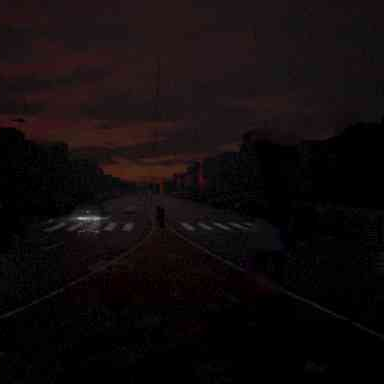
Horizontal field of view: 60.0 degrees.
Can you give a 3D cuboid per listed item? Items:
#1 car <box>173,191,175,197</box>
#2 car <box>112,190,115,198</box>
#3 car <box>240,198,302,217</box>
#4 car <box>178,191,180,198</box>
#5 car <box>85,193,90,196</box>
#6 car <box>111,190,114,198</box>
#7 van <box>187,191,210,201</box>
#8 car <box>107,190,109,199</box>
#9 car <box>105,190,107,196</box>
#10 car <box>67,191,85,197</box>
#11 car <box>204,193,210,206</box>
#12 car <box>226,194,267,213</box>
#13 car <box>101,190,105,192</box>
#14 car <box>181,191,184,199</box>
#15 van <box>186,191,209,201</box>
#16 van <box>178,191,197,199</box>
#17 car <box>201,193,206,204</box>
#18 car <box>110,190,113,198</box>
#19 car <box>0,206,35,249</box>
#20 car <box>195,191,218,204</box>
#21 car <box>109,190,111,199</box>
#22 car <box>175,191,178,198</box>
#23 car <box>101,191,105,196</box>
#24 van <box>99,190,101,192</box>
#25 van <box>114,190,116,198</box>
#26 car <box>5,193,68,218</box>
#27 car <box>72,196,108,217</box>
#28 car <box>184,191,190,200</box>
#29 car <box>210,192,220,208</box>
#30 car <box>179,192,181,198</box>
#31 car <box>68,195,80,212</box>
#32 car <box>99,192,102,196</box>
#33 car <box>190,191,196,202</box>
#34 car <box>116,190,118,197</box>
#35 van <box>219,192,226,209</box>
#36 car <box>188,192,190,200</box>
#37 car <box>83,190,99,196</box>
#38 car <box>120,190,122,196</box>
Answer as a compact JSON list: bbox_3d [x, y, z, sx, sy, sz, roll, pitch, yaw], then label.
[{"bbox_3d":[-1.603,0.903,86.277,5.366,1.575,1.946,0,0,-8],"label":"car"},{"bbox_3d":[-19.606,0.863,71.213,4.892,1.521,2.231,0,0,-8],"label":"car"},{"bbox_3d":[6.990,1.488,28.672,4.792,1.488,2.163,0,0,-8],"label":"car"},{"bbox_3d":[-0.218,0.970,78.054,4.892,1.521,2.231,0,0,-8],"label":"car"},{"bbox_3d":[-14.799,1.197,38.481,4.892,1.521,2.231,0,0,-8],"label":"car"},{"bbox_3d":[-19.204,0.886,68.486,4.892,1.521,2.231,0,0,-8],"label":"car"},{"bbox_3d":[1.286,0.840,67.040,4.442,1.987,1.878,0,0,-8],"label":"van"},{"bbox_3d":[-17.974,0.834,60.306,4.553,1.767,2.185,0,1,-8],"label":"car"},{"bbox_3d":[-17.634,0.861,57.569,4.553,1.767,2.185,0,1,-8],"label":"car"},{"bbox_3d":[-14.359,1.098,35.752,4.553,1.767,2.185,0,0,-8],"label":"car"},{"bbox_3d":[4.597,1.311,45.183,5.008,1.535,2.097,0,1,-8],"label":"car"},{"bbox_3d":[6.264,1.301,34.058,4.553,1.767,2.185,0,0,-8],"label":"car"},{"bbox_3d":[-17.232,0.889,54.842,4.553,1.767,2.185,0,1,-8],"label":"car"},{"bbox_3d":[0.573,1.055,72.680,4.674,1.452,2.002,0,0,-8],"label":"car"},{"bbox_3d":[1.114,0.816,69.821,4.442,1.987,1.878,0,0,-8],"label":"van"},{"bbox_3d":[-1.130,0.700,83.536,4.442,1.987,1.878,0,0,-8],"label":"van"},{"bbox_3d":[4.224,1.281,47.811,4.892,1.521,2.231,0,1,-8],"label":"car"},{"bbox_3d":[-18.803,0.909,65.759,4.892,1.521,2.231,0,0,-8],"label":"car"},{"bbox_3d":[-7.745,1.440,11.445,1.837,1.490,4.892,1,0,5],"label":"car"},{"bbox_3d":[3.846,0.996,50.560,5.566,2.045,2.435,0,1,-8],"label":"car"},{"bbox_3d":[-18.401,0.935,63.031,4.892,1.521,2.231,0,0,-8],"label":"car"},{"bbox_3d":[-0.640,0.695,80.801,5.566,2.045,2.435,0,0,-8],"label":"car"},{"bbox_3d":[-16.806,1.044,52.119,5.008,1.535,2.097,0,1,-8],"label":"car"},{"bbox_3d":[-16.282,0.849,49.407,4.442,1.987,1.878,0,1,-8],"label":"van"},{"bbox_3d":[-19.913,0.614,74.078,4.442,1.987,1.878,0,0,-8],"label":"van"},{"bbox_3d":[-13.153,1.165,27.565,4.553,1.767,2.185,0,0,-8],"label":"car"},{"bbox_3d":[-8.838,1.383,29.241,1.994,1.385,4.181,1,1,-9],"label":"car"},{"bbox_3d":[1.832,0.844,64.310,5.566,2.045,2.435,0,1,-8],"label":"car"},{"bbox_3d":[5.054,1.220,42.314,4.553,1.767,2.185,0,1,-8],"label":"car"},{"bbox_3d":[0.161,1.021,75.302,4.792,1.488,2.163,0,0,-8],"label":"car"},{"bbox_3d":[-13.987,1.287,33.021,4.674,1.452,2.002,0,0,-8],"label":"car"},{"bbox_3d":[-15.814,1.103,46.691,5.366,1.575,1.946,0,1,-8],"label":"car"},{"bbox_3d":[2.966,0.931,56.176,5.566,2.045,2.435,0,1,-8],"label":"car"},{"bbox_3d":[-21.000,0.796,79.369,5.366,1.575,1.946,0,0,-8],"label":"car"},{"bbox_3d":[5.697,1.177,36.913,4.442,1.987,1.878,0,1,-8],"label":"van"},{"bbox_3d":[2.201,1.163,61.558,4.674,1.452,2.002,0,1,-8],"label":"car"},{"bbox_3d":[-15.622,0.884,43.930,5.566,2.045,2.435,0,1,-8],"label":"car"},{"bbox_3d":[-22.429,0.733,90.306,5.008,1.535,2.097,0,0,-8],"label":"car"}]
